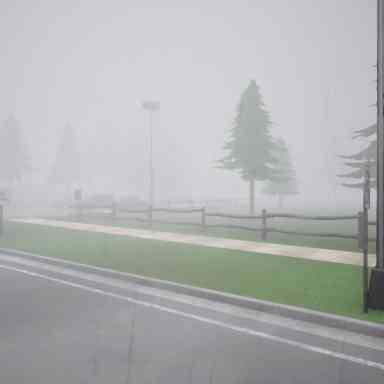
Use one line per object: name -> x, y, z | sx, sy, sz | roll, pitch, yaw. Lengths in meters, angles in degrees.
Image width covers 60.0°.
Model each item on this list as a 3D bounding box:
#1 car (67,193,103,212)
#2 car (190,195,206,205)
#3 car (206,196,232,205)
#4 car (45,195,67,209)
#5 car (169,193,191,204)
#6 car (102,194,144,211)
car -> -11.519, 1.221, 39.673 | 2.150, 2.045, 5.566 | 0, 0, 35
car -> 2.035, 1.565, 58.893 | 1.994, 1.385, 4.181 | 0, 0, 36
car -> 5.014, 1.477, 57.040 | 1.882, 1.535, 5.008 | 0, 0, 36
car -> -16.615, 1.491, 44.594 | 2.128, 1.511, 4.902 | 0, 0, 35
car -> -2.203, 1.223, 64.993 | 2.150, 2.045, 5.566 | 0, 0, 36
car -> -7.726, 1.352, 38.981 | 2.097, 1.767, 4.553 | 0, 0, 35
